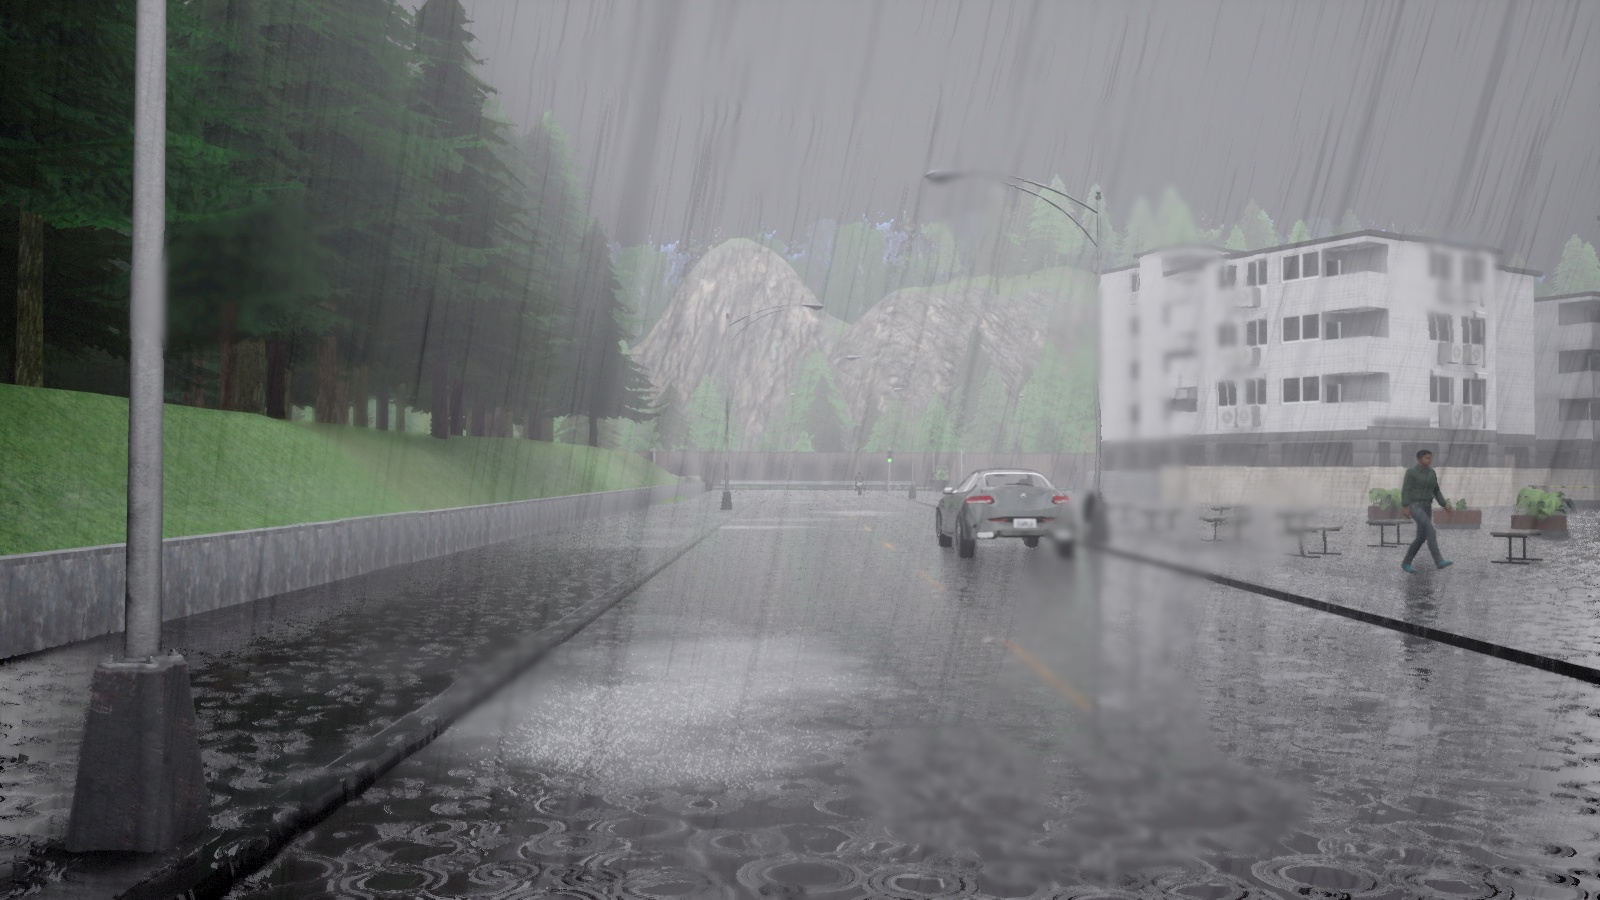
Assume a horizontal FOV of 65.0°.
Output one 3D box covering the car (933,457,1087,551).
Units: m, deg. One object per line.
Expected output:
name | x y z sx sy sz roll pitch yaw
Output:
car | 3.944 0.989 24.547 2.152 1.651 5.027 0 -1 0

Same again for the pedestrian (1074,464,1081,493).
pedestrian | 17.106 1.754 77.488 0.354 1.836 0.706 0 -1 9

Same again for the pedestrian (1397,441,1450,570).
pedestrian | 9.031 0.793 18.205 0.353 1.847 0.614 0 -1 -15
